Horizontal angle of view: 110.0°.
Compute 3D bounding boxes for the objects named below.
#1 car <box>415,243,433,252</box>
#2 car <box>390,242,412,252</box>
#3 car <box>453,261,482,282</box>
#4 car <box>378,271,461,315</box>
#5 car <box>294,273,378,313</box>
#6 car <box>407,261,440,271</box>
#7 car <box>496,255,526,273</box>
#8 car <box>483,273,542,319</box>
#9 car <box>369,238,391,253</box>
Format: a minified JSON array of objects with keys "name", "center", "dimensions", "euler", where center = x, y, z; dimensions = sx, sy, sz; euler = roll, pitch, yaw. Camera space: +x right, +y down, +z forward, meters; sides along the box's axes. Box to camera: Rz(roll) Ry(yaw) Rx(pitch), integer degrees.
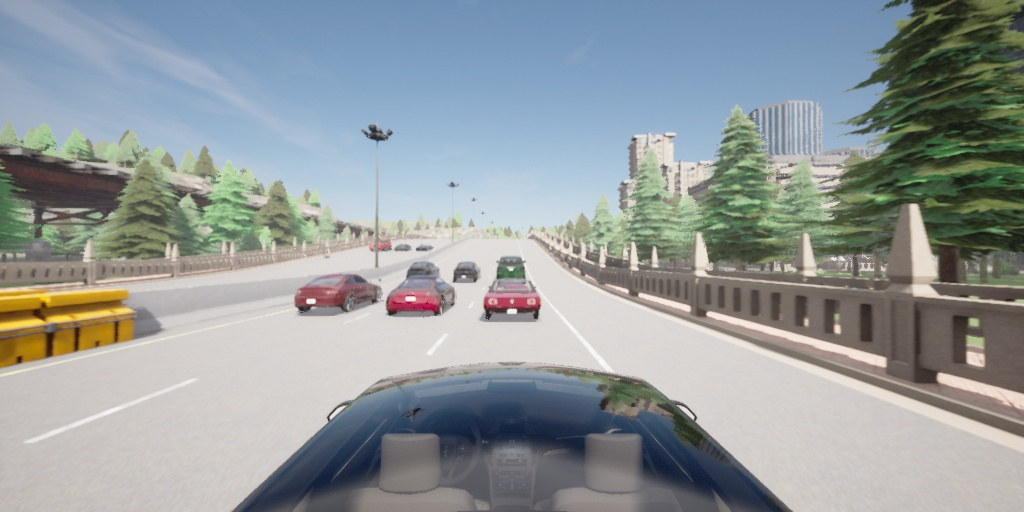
[{"name":"car","center":[-14.320,-1.361,58.540],"dimensions":[1.895,1.301,4.718],"euler":[0,6,0]},{"name":"car","center":[-17.822,-1.403,58.561],"dimensions":[1.994,1.385,4.181],"euler":[0,6,0]},{"name":"car","center":[-3.564,1.167,28.916],"dimensions":[1.837,1.490,4.892],"euler":[0,3,0]},{"name":"car","center":[-3.478,1.461,14.359],"dimensions":[1.994,1.385,4.181],"euler":[0,0,0]},{"name":"car","center":[-6.978,1.425,14.777],"dimensions":[1.812,1.442,4.674],"euler":[0,0,0]},{"name":"car","center":[-7.064,1.167,28.900],"dimensions":[1.837,1.490,4.892],"euler":[0,3,0]},{"name":"car","center":[-0.071,0.933,27.784],"dimensions":[2.150,2.045,5.566],"euler":[0,3,0]},{"name":"car","center":[0.016,1.489,13.512],"dimensions":[1.895,1.301,4.718],"euler":[0,-1,0]},{"name":"car","center":[-21.312,-1.738,58.444],"dimensions":[2.150,2.045,5.566],"euler":[0,6,0]}]
